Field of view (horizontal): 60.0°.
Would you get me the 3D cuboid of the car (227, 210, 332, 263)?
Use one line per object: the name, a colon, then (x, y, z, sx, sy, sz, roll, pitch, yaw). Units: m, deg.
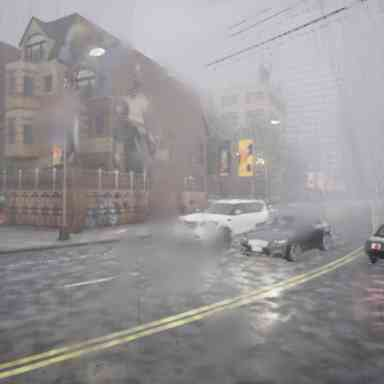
car: (3.727, 1.604, 12.657, 2.128, 1.511, 4.902, 0, -1, 41)

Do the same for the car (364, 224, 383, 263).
car: (7.525, 1.708, 11.578, 1.895, 1.301, 4.718, 0, -1, 39)

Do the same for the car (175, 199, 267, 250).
car: (1.667, 1.357, 15.549, 2.150, 2.045, 5.566, 0, -1, 40)
